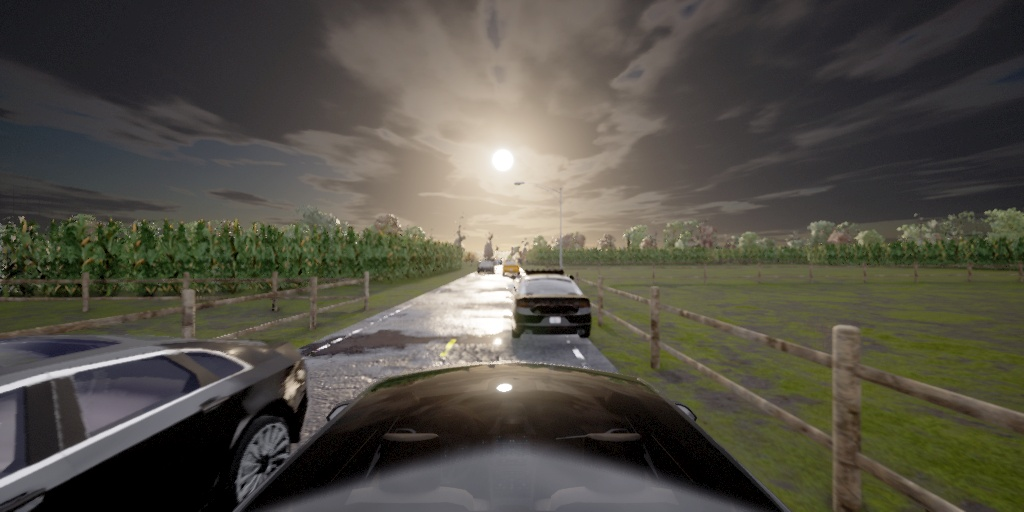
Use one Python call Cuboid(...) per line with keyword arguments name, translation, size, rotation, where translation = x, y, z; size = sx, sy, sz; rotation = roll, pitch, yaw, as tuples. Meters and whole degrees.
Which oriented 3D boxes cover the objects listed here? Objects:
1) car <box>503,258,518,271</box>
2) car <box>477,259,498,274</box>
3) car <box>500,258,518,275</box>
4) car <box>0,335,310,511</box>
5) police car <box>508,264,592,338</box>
Cuboid(name="car", translation=(-0.204, 1.200, 50.663), size=(2.097, 1.767, 4.553), rotation=(0, 0, 0))
Cuboid(name="car", translation=(-3.040, 1.316, 42.556), size=(1.882, 1.535, 5.008), rotation=(0, 0, 0))
Cuboid(name="car", translation=(-0.098, 1.313, 40.567), size=(1.882, 1.535, 5.008), rotation=(0, 0, 0))
Cuboid(name="car", translation=(-2.845, 1.241, 1.441), size=(2.128, 1.511, 4.902), rotation=(0, 0, 0))
Cuboid(name="police car", translation=(0.925, 1.197, 10.374), size=(1.930, 1.638, 5.238), rotation=(0, 0, 0))
